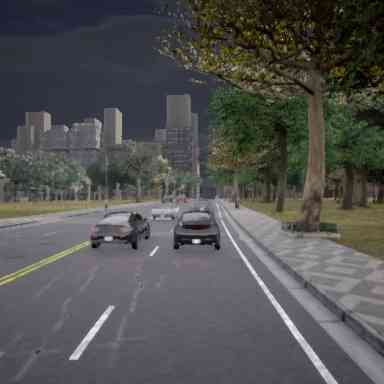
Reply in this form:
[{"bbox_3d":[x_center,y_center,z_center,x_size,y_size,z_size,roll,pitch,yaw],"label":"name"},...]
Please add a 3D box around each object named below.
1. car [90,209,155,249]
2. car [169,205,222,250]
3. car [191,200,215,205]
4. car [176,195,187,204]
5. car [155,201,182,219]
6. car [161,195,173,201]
[{"bbox_3d":[-3.011,1.557,14.578,1.812,1.442,4.674,0,0,2],"label":"car"},{"bbox_3d":[0.238,1.538,14.474,1.837,1.490,4.892,0,0,2],"label":"car"},{"bbox_3d":[0.951,1.443,29.273,2.097,1.767,4.553,0,0,4],"label":"car"},{"bbox_3d":[-2.412,1.609,76.915,2.150,2.045,5.566,0,-1,4],"label":"car"},{"bbox_3d":[-2.288,1.698,29.541,1.895,1.301,4.718,0,0,4],"label":"car"},{"bbox_3d":[-5.655,1.613,77.130,2.150,2.045,5.566,0,-1,4],"label":"car"}]
